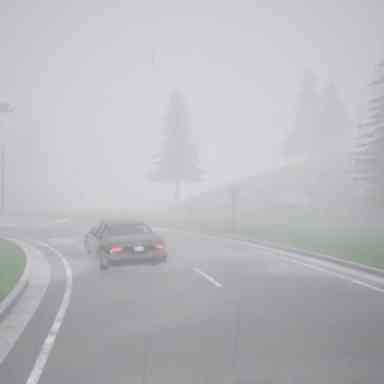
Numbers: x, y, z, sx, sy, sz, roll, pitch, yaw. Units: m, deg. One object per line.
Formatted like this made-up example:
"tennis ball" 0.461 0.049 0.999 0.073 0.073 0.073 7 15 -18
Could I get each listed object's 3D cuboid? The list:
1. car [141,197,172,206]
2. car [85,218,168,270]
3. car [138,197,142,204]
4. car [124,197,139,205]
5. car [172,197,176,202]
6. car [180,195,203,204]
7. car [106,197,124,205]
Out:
"car" -6.425 1.789 60.654 1.812 1.442 4.674 0 0 42
"car" -2.455 1.597 11.327 2.033 1.411 5.357 0 0 -24
"car" -7.687 1.843 64.474 1.994 1.385 4.181 0 0 42
"car" -10.510 1.786 66.540 2.128 1.511 4.902 0 0 42
"car" -4.639 1.821 78.472 2.033 1.411 5.357 0 0 41
"car" -0.155 1.313 78.267 2.097 1.767 4.553 0 0 41
"car" -14.983 1.787 66.742 1.837 1.490 4.892 0 0 42
